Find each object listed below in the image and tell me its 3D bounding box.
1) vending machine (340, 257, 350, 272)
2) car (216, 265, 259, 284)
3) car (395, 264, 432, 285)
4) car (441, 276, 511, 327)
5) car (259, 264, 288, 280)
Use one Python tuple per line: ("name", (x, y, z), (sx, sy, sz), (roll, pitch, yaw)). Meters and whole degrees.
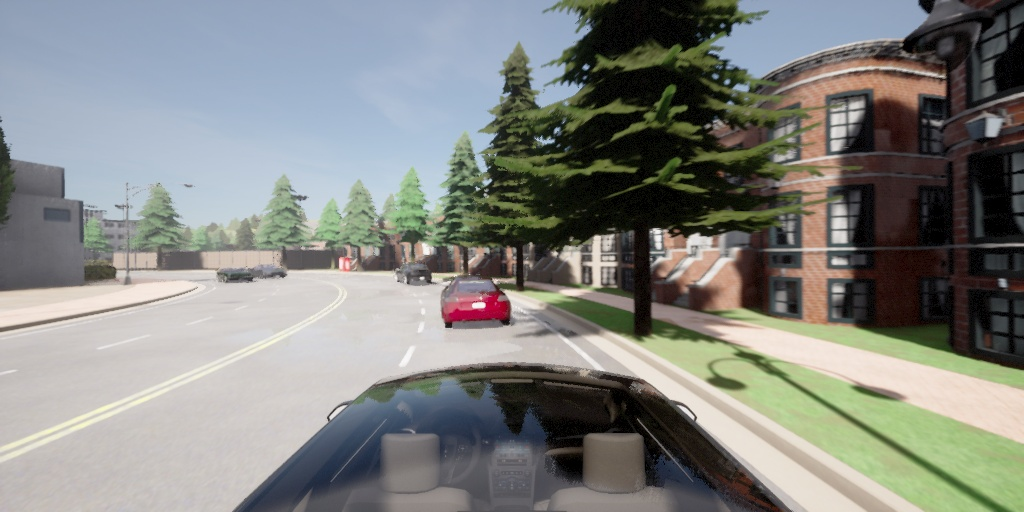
("vending machine", (-22.136, 1.152, 47.496), (0.880, 2.100, 1.100), (0, 0, 32))
("car", (-23.010, 1.570, 29.827), (4.718, 1.301, 1.895), (-1, 0, 43))
("car", (-7.579, 1.324, 27.348), (1.837, 1.490, 4.892), (0, 0, -31))
("car", (-1.315, 1.325, 11.787), (1.994, 1.385, 4.181), (-1, 0, -12))
("car", (-24.192, 1.527, 35.428), (5.357, 1.411, 2.033), (-1, 0, 37))
